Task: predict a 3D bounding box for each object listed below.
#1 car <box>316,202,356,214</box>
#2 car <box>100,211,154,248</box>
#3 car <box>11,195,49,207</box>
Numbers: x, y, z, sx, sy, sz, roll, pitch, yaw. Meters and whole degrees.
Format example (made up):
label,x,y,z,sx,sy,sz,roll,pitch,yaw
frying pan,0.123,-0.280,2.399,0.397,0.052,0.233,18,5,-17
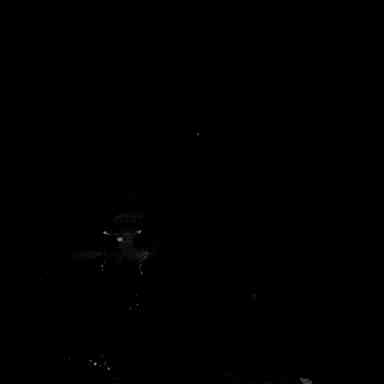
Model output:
label,x,y,z,sx,sy,sz,roll,pitch,yaw
car,20.199,2.169,47.035,5.357,1.411,2.033,1,1,0
car,-2.847,1.626,15.491,1.812,1.442,4.674,0,0,0
car,-22.782,1.257,46.807,5.008,1.535,1.882,1,1,0
